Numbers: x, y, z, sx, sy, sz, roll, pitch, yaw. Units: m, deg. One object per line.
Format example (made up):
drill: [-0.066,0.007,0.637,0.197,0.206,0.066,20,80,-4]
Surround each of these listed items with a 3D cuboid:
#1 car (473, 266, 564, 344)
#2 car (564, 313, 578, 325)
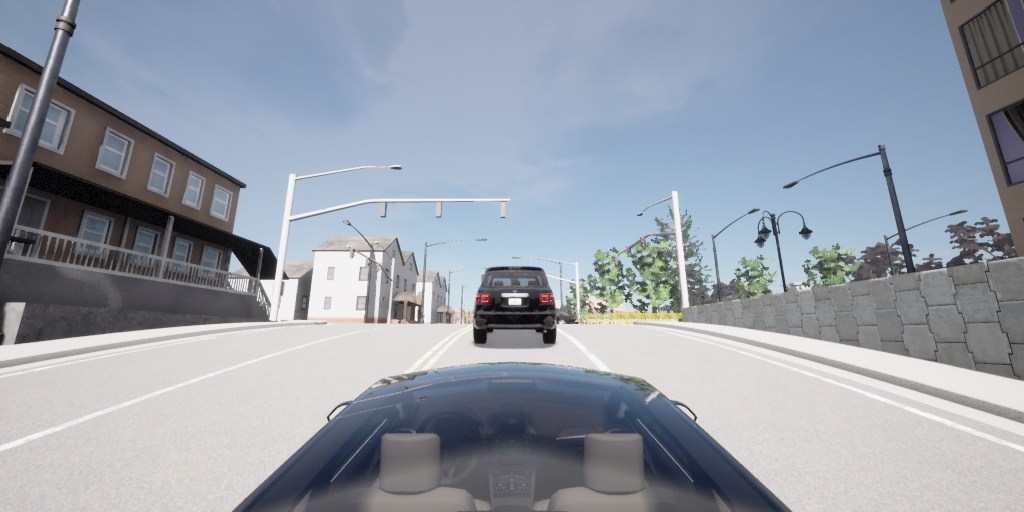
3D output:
car: [0.080,1.502,11.188,2.150,2.045,5.566,0,-7,0]
car: [3.623,5.970,33.588,5.008,1.535,1.882,-6,-13,27]
